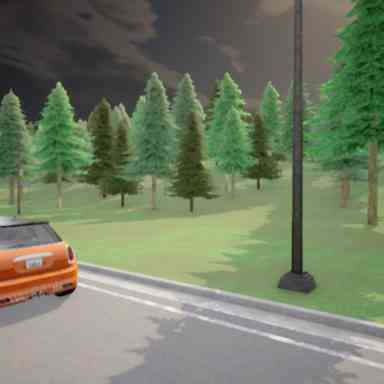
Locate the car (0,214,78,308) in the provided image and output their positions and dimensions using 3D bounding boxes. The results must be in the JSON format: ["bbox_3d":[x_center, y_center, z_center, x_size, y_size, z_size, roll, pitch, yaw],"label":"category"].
[{"bbox_3d":[-4.584,1.301,7.263,4.553,1.767,2.097,0,0,36],"label":"car"}]
